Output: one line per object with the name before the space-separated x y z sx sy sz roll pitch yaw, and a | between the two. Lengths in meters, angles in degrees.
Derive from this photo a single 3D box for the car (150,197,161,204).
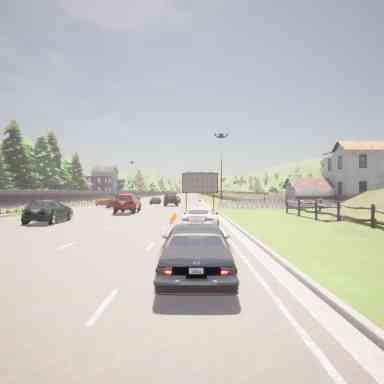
car | -6.815 1.563 63.001 1.994 1.385 4.181 0 0 0

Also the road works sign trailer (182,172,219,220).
road works sign trailer | 0.518 0.464 22.069 2.380 3.560 2.880 0 0 -3

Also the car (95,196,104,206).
car | -13.829 1.352 53.136 2.097 1.767 4.553 0 0 0

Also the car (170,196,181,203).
car | -3.307 1.564 68.577 1.994 1.385 4.181 0 0 0

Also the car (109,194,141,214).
car | -6.852 1.221 35.428 2.150 2.045 5.566 0 0 0

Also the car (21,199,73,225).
car | -10.368 1.352 24.183 2.097 1.767 4.553 0 0 0

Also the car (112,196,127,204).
car | -13.813 1.525 63.738 1.812 1.442 4.674 0 0 0

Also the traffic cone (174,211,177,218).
traffic cone | -1.453 1.955 25.181 0.340 0.580 0.340 0 0 0

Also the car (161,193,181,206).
car | -3.327 1.221 53.362 2.150 2.045 5.566 0 0 0

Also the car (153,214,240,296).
car | 0.110 1.547 8.825 2.033 1.411 5.357 0 0 1

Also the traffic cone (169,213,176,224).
traffic cone | -1.456 1.955 23.181 0.340 0.580 0.340 0 0 0

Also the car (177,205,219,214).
car | 0.480 1.540 18.455 1.812 1.442 4.674 -1 -1 6

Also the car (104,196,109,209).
car | -10.334 1.351 46.516 2.097 1.767 4.553 0 0 0
